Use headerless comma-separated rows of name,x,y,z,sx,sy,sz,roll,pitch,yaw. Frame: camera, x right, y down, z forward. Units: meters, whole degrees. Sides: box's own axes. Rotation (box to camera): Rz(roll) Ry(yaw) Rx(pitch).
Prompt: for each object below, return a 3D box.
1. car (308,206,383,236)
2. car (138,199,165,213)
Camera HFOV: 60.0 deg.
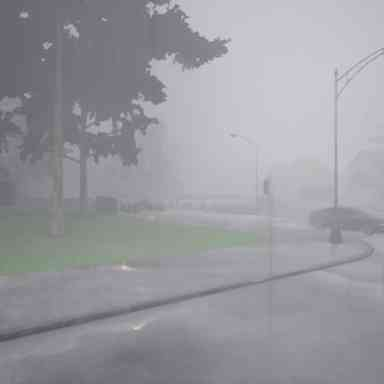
car,9.180,1.594,19.330,1.837,1.490,4.892,0,0,-36
car,-4.924,1.578,39.035,1.812,1.442,4.674,0,0,-36
